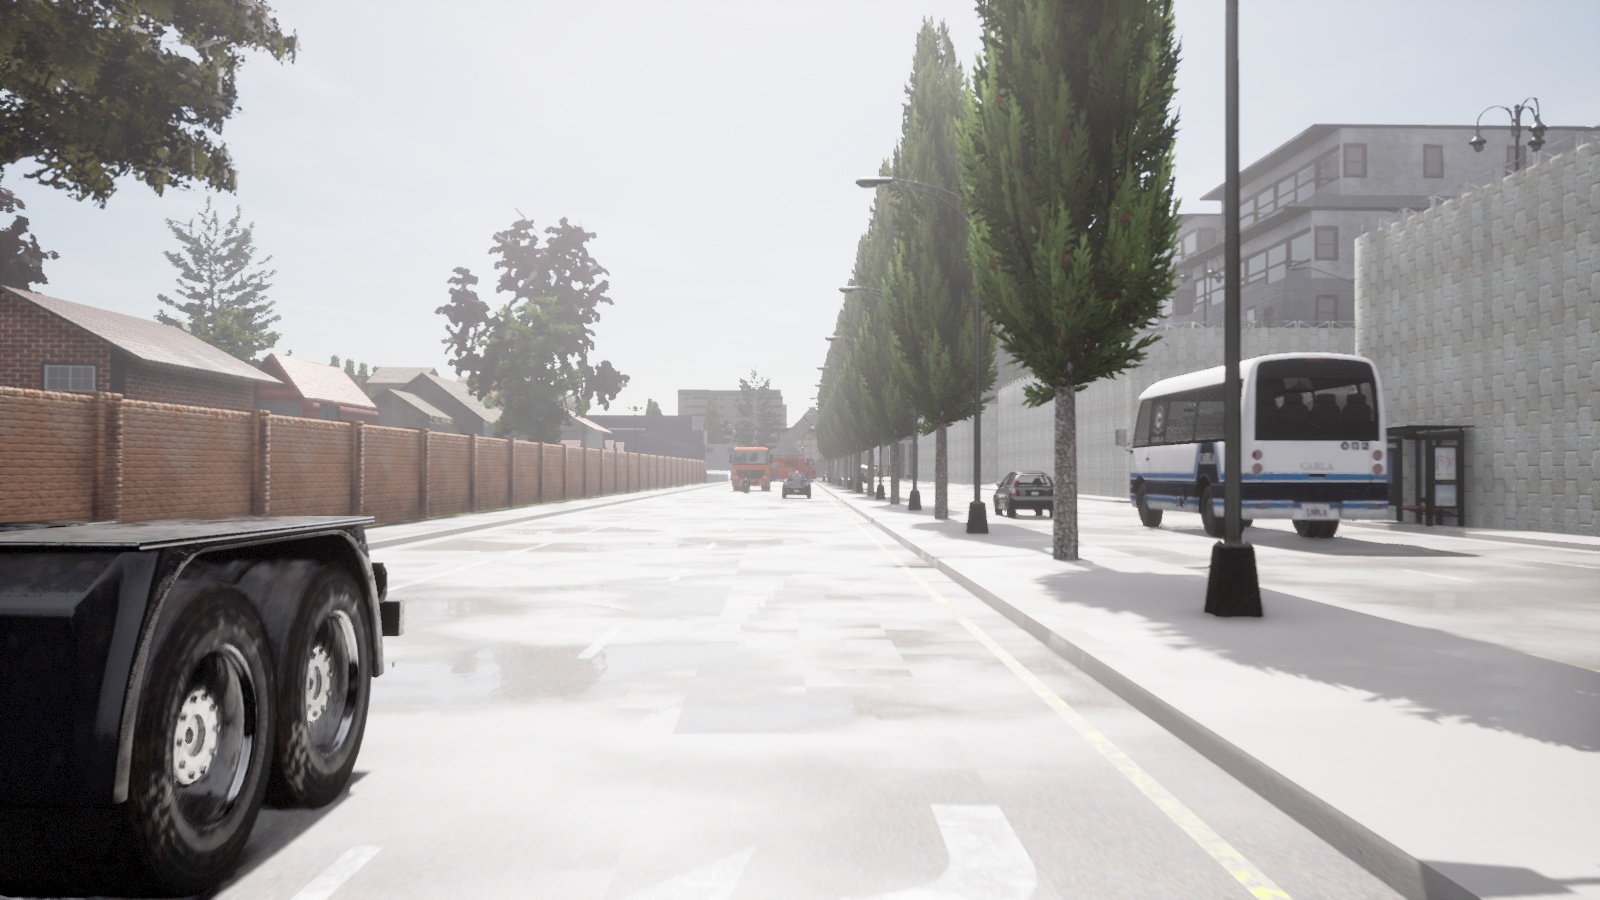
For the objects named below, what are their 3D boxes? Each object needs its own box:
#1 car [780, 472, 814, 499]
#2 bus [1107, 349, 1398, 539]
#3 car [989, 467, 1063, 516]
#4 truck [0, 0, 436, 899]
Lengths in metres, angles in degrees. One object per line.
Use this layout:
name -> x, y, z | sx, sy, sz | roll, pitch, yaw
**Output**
car -> -0.174, 2.032, 71.819 | 1.845, 1.501, 3.633 | 0, -1, 0
bus -> 11.414, -0.050, 33.315 | 3.944, 4.253, 10.273 | 0, -1, 0
car -> 7.892, 1.418, 44.214 | 1.851, 1.617, 3.988 | 0, -1, 0
truck -> -3.512, -0.100, 3.177 | 2.891, 3.462, 7.936 | 0, -1, 0
